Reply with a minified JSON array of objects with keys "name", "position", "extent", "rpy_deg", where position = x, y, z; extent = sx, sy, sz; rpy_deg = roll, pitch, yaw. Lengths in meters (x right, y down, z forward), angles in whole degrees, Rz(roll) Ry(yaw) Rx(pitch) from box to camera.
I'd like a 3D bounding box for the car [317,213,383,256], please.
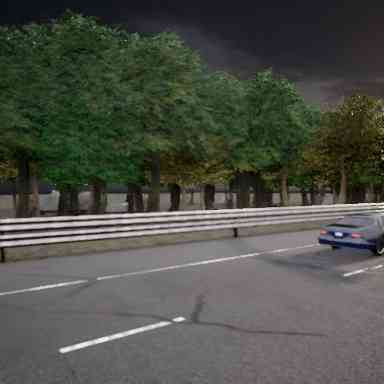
[{"name":"car","position":[7.226,1.540,13.197],"extent":[5.357,1.411,2.033],"rpy_deg":[0,0,-35]}]
